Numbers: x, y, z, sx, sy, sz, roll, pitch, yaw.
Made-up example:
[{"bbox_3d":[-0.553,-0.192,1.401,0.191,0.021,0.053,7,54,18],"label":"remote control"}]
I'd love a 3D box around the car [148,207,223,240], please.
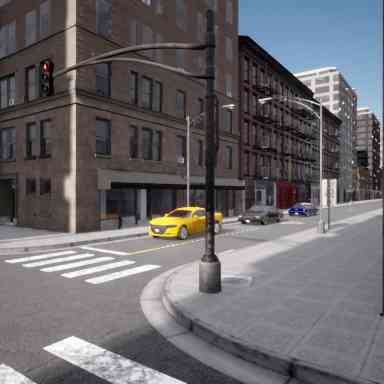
[{"bbox_3d":[-0.214,1.576,17.895,1.882,1.535,5.008,0,0,35],"label":"car"}]

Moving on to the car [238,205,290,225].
[{"bbox_3d":[5.527,1.704,25.953,2.033,1.411,5.357,0,0,35],"label":"car"}]

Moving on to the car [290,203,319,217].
[{"bbox_3d":[11.515,1.816,34.333,1.895,1.301,4.718,0,0,36],"label":"car"}]
